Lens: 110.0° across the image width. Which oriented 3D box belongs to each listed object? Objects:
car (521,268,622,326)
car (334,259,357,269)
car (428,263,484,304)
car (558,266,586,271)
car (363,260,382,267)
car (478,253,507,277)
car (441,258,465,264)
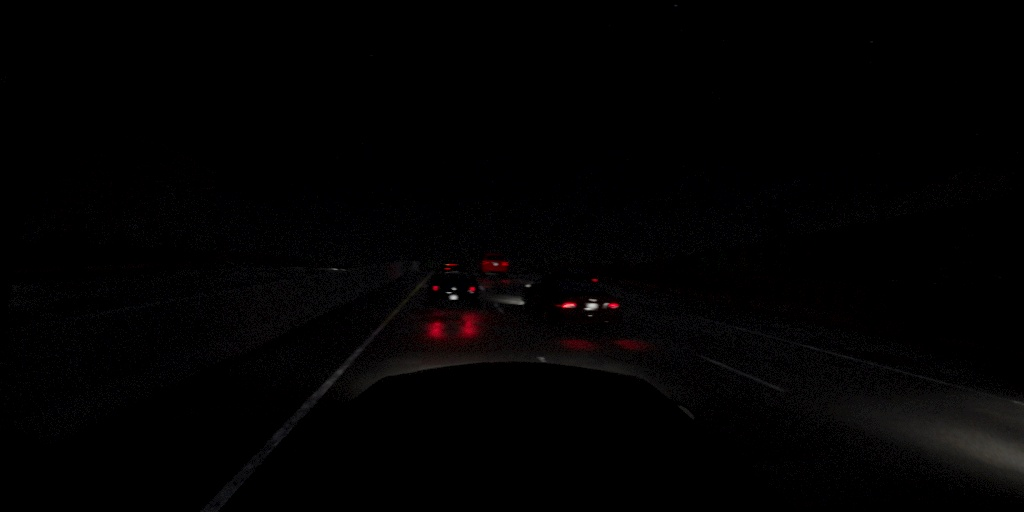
[{"bbox_3d":[1.659,1.313,11.761,2.033,1.411,5.357,2,0,-10],"label":"car"},{"bbox_3d":[-22.418,1.194,48.497,2.128,1.511,4.902,2,-5,-9],"label":"car"},{"bbox_3d":[-2.461,1.188,15.146,1.895,1.301,4.718,2,0,-10],"label":"car"},{"bbox_3d":[3.499,1.336,21.879,2.033,1.411,5.357,2,0,-10],"label":"car"},{"bbox_3d":[-18.966,1.342,49.053,1.837,1.490,4.892,2,-6,-9],"label":"car"},{"bbox_3d":[-1.774,0.773,32.180,2.150,2.045,5.566,2,0,-10],"label":"car"},{"bbox_3d":[-5.448,0.927,32.860,1.837,1.490,4.892,2,-1,-10],"label":"car"}]
